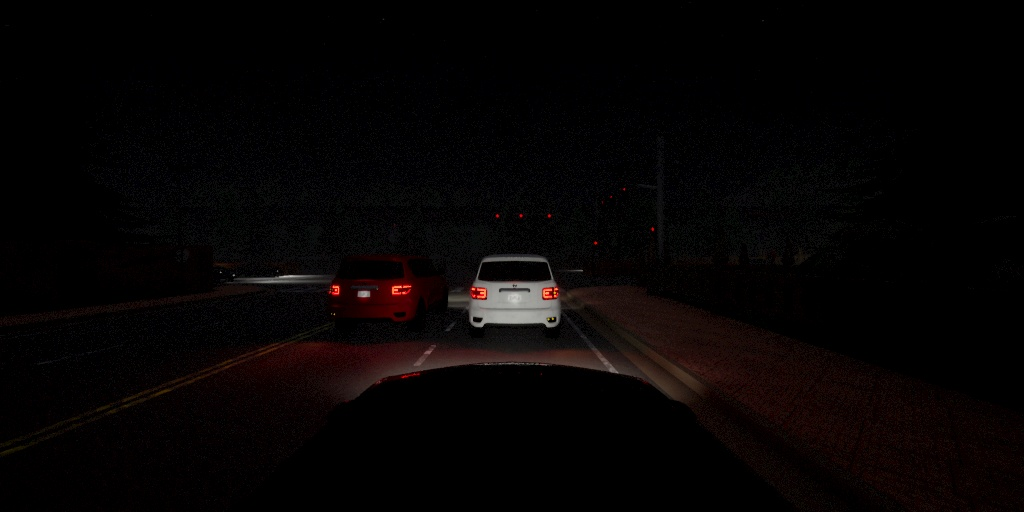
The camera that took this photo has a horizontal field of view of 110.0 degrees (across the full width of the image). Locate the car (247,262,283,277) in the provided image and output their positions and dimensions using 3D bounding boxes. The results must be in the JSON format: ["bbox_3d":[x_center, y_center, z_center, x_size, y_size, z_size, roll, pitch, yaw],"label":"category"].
[{"bbox_3d":[-24.933,1.314,35.104,4.181,1.385,1.994,0,0,0],"label":"car"}]

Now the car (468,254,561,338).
[{"bbox_3d":[0.081,0.971,10.303,2.150,2.045,5.566,0,0,1],"label":"car"}]

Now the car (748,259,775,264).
[{"bbox_3d":[33.207,1.221,48.938,4.892,1.490,1.837,-1,0,0],"label":"car"}]

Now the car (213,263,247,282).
[{"bbox_3d":[-24.216,1.241,28.085,4.902,1.511,2.128,0,0,1],"label":"car"}]

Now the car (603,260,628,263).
[{"bbox_3d":[13.593,1.255,49.039,4.892,1.490,1.837,0,0,0],"label":"car"}]

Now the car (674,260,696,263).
[{"bbox_3d":[23.361,1.297,48.978,5.357,1.411,2.033,0,0,0],"label":"car"}]

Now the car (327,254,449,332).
[{"bbox_3d":[-3.419,0.971,10.985,2.150,2.045,5.566,0,0,0],"label":"car"}]
